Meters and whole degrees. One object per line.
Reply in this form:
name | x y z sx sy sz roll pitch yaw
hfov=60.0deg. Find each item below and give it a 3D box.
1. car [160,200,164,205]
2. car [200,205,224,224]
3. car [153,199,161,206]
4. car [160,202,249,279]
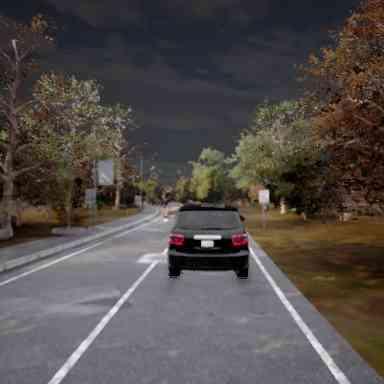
car | -1.851 1.834 35.283 2.097 1.767 4.553 0 -1 0
car | 1.763 1.958 30.111 2.033 1.411 5.357 0 -1 3
car | -7.770 2.404 76.507 1.837 1.490 4.892 2 -1 -16
car | 0.558 1.365 10.724 2.150 2.045 5.566 0 -1 4
